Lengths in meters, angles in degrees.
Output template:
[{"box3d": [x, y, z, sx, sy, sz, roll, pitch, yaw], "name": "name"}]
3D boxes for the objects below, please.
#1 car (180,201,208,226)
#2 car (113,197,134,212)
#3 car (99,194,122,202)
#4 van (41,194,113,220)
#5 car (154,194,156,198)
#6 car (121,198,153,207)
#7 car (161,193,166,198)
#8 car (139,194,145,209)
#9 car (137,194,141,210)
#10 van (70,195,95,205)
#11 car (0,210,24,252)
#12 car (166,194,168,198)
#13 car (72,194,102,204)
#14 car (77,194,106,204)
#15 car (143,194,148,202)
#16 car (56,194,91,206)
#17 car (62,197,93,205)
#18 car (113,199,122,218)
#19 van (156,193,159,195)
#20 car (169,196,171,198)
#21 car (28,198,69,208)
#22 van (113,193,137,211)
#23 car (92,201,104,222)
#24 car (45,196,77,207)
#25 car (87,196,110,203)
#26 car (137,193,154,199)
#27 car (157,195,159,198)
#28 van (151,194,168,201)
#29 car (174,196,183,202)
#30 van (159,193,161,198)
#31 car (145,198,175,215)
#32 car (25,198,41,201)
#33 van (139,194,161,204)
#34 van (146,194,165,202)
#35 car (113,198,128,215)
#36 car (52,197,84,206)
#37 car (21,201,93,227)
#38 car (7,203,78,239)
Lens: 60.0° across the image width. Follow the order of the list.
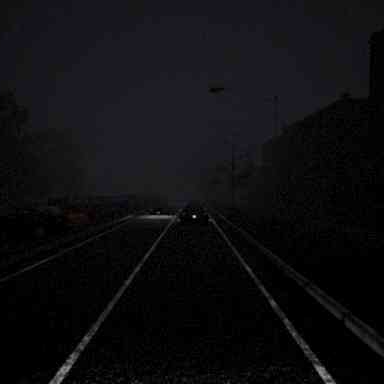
[{"box3d": [0.157, 1.625, 24.201, 1.994, 1.385, 4.181, 0, 0, 0], "name": "car"}, {"box3d": [-8.814, 1.577, 33.889, 5.008, 1.535, 2.097, 0, 0, 0], "name": "car"}, {"box3d": [-21.819, 1.487, 89.188, 5.566, 2.045, 2.435, 0, 0, 0], "name": "car"}, {"box3d": [-8.711, 1.313, 25.480, 4.442, 1.987, 1.878, 0, 0, 0], "name": "van"}, {"box3d": [-8.775, 1.403, 50.710, 5.566, 2.045, 2.435, 0, 0, 0], "name": "car"}, {"box3d": [-8.799, 1.707, 53.512, 4.674, 1.452, 2.002, 0, 0, 0], "name": "car"}, {"box3d": [-8.760, 1.480, 67.530, 5.566, 2.045, 2.435, 0, 0, 0], "name": "car"}, {"box3d": [-8.780, 1.490, 42.299, 4.553, 1.767, 2.185, 0, 0, 0], "name": "car"}, {"box3d": [-8.846, 1.477, 39.496, 4.553, 1.767, 2.185, 0, 0, 0], "name": "car"}, {"box3d": [-21.985, 1.506, 66.977, 4.442, 1.987, 1.878, 0, 0, 0], "name": "van"}, {"box3d": [-8.811, 1.515, 11.465, 4.792, 1.488, 2.163, 0, 0, 0], "name": "car"}, {"box3d": [-8.807, 1.787, 78.749, 4.792, 1.488, 2.163, 0, 0, 0], "name": "car"}, {"box3d": [-21.894, 1.493, 69.753, 5.566, 2.045, 2.435, 0, 0, 0], "name": "car"}, {"box3d": [-21.835, 1.500, 72.530, 5.566, 2.045, 2.435, 0, 0, 0], "name": "car"}, {"box3d": [-8.778, 1.503, 45.103, 4.553, 1.767, 2.185, 0, 0, 0], "name": "car"}, {"box3d": [-21.902, 1.455, 61.427, 5.566, 2.045, 2.435, 0, 0, 0], "name": "car"}, {"box3d": [-22.057, 1.716, 64.202, 5.366, 1.575, 1.946, 0, 0, 0], "name": "car"}, {"box3d": [-8.796, 1.582, 28.282, 4.792, 1.488, 2.163, 0, 0, 0], "name": "car"}, {"box3d": [-8.910, 1.480, 61.923, 4.442, 1.987, 1.878, 0, 0, 0], "name": "van"}, {"box3d": [-8.765, 1.741, 87.161, 5.008, 1.535, 2.097, 0, 0, 0], "name": "car"}, {"box3d": [-21.699, 1.652, 50.323, 5.366, 1.575, 1.946, 0, 0, 0], "name": "car"}, {"box3d": [-8.700, 1.364, 36.693, 4.442, 1.987, 1.878, 0, 0, 0], "name": "van"}, {"box3d": [-8.859, 1.556, 22.676, 4.792, 1.488, 2.163, 0, 0, 0], "name": "car"}, {"box3d": [-21.910, 1.555, 55.873, 4.553, 1.767, 2.185, 0, 0, 0], "name": "car"}, {"box3d": [-21.829, 1.792, 78.088, 4.792, 1.488, 2.163, 0, 0, 0], "name": "car"}, {"box3d": [-8.778, 1.390, 47.906, 5.566, 2.045, 2.435, 0, 0, 0], "name": "car"}, {"box3d": [-8.790, 1.694, 59.118, 4.892, 1.521, 2.231, 0, 0, 0], "name": "car"}, {"box3d": [-8.884, 1.506, 89.963, 4.442, 1.987, 1.878, 0, 0, 0], "name": "van"}, {"box3d": [-3.075, 1.647, 76.316, 1.812, 1.442, 4.674, 0, 0, 0], "name": "car"}, {"box3d": [-8.908, 1.492, 64.726, 4.442, 1.987, 1.878, 0, 0, 0], "name": "van"}, {"box3d": [-3.266, 1.655, 34.999, 2.033, 1.411, 5.357, 0, 0, 0], "name": "car"}, {"box3d": [-21.892, 1.644, 47.546, 4.892, 1.521, 2.231, 0, 0, 0], "name": "car"}, {"box3d": [-8.902, 1.517, 70.331, 4.442, 1.987, 1.878, 0, 0, 0], "name": "van"}, {"box3d": [-8.892, 1.528, 81.551, 4.442, 1.987, 1.878, 0, 0, 0], "name": "van"}, {"box3d": [-8.793, 1.594, 31.086, 4.792, 1.488, 2.163, 0, 0, 0], "name": "car"}, {"box3d": [-21.848, 1.723, 58.650, 4.792, 1.488, 2.163, 0, 0, 0], "name": "car"}, {"box3d": [-9.018, 1.511, 19.873, 5.366, 1.575, 1.946, 0, 0, 0], "name": "car"}, {"box3d": [-8.830, 1.502, 17.073, 5.008, 1.535, 2.097, 0, 0, 0], "name": "car"}]
